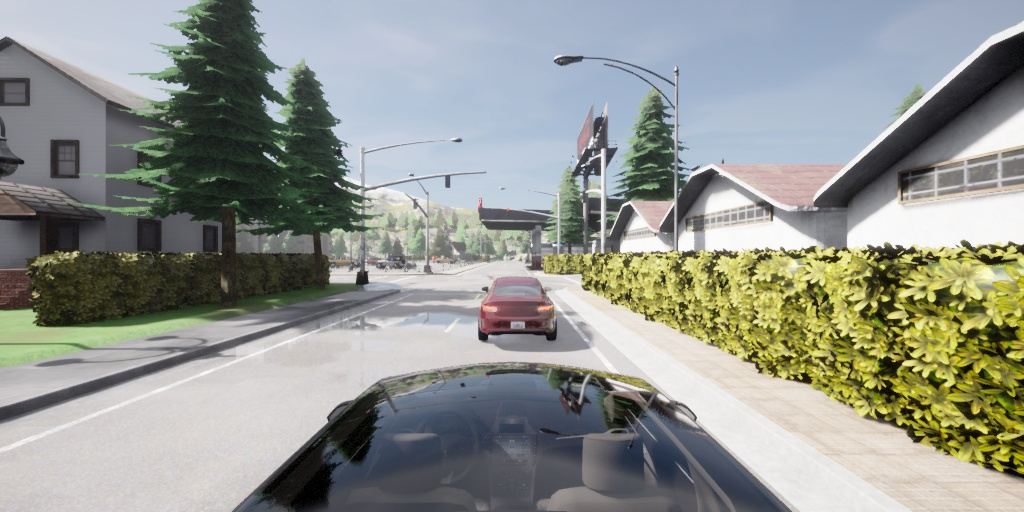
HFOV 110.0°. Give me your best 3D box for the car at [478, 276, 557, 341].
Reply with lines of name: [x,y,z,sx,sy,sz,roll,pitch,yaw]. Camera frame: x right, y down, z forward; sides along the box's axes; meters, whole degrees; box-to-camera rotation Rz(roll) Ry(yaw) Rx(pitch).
car: [0.129,1.275,9.766,1.812,1.442,4.674,0,0,0]
